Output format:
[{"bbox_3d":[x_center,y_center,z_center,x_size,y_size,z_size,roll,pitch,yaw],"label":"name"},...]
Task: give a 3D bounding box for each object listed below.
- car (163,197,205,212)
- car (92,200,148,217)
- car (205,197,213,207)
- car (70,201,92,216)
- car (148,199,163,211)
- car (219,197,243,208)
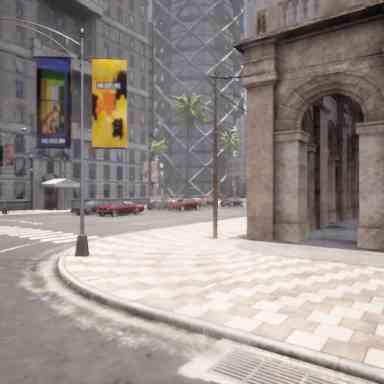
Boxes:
[{"bbox_3d":[-0.864,1.486,40.031,1.882,1.535,5.008,0,0,36],"label":"car"},{"bbox_3d":[-6.783,1.609,31.701,1.895,1.301,4.718,0,0,35],"label":"car"},{"bbox_3d":[2.051,1.535,50.062,1.812,1.442,4.674,0,0,36],"label":"car"},{"bbox_3d":[-9.606,1.557,33.772,2.033,1.411,5.357,0,0,35],"label":"car"},{"bbox_3d":[-3.816,1.573,41.921,1.994,1.385,4.181,0,0,36],"label":"car"},{"bbox_3d":[5.884,1.514,49.381,1.837,1.490,4.892,0,0,36],"label":"car"}]
